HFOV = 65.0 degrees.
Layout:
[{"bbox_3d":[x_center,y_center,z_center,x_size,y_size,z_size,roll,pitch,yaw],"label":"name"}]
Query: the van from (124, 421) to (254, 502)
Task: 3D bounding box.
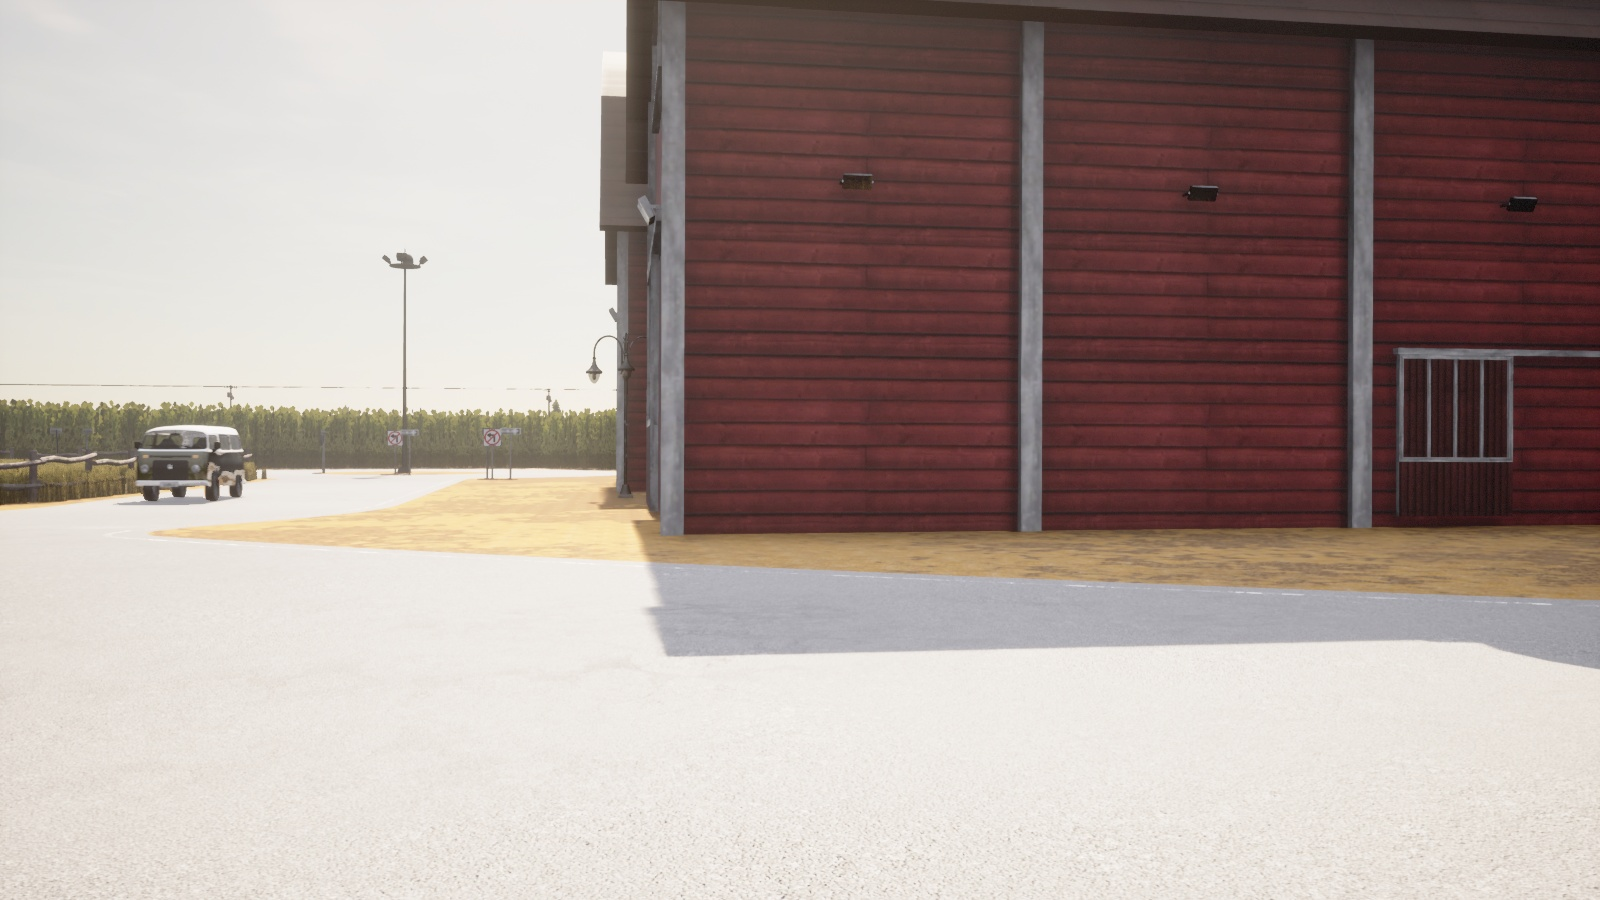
[{"bbox_3d":[-16.450,0.309,34.060,2.069,2.038,4.480,0,0,-11],"label":"van"}]
